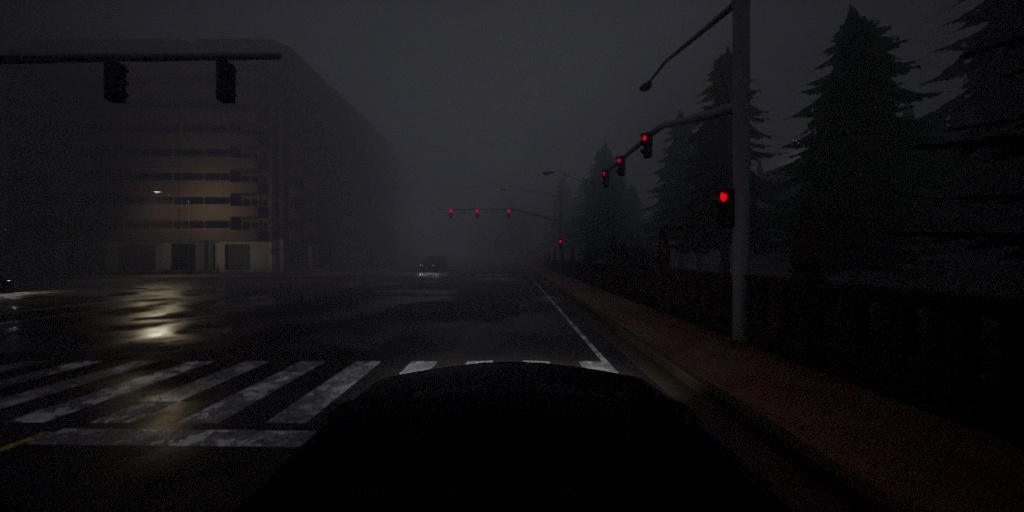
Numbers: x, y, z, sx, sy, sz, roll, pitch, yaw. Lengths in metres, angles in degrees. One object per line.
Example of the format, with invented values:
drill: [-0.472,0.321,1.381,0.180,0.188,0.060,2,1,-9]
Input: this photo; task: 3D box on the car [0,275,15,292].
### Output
car: [-29.995,1.276,19.222,4.892,1.490,1.837,0,0,-1]

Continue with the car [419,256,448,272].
car: [-9.668,1.002,44.604,2.150,2.045,5.566,0,1,8]
